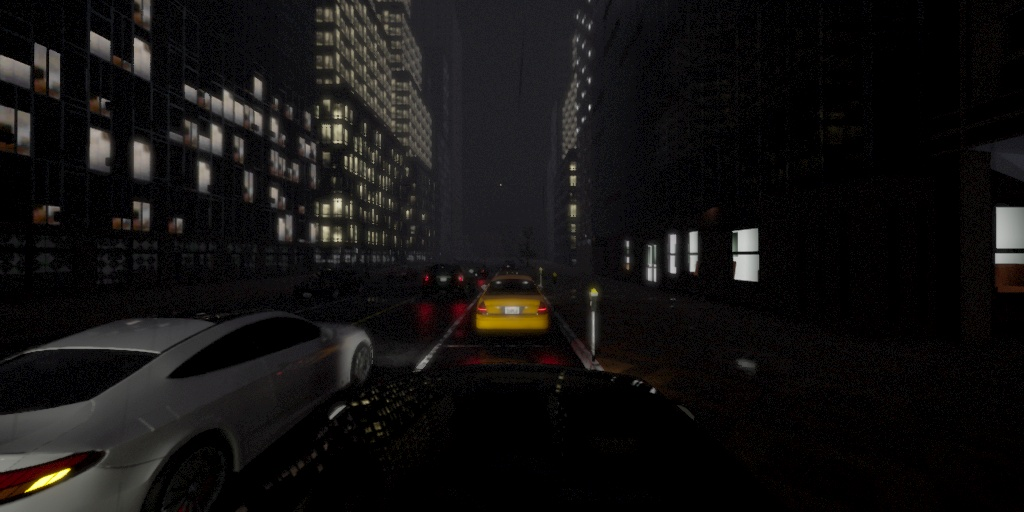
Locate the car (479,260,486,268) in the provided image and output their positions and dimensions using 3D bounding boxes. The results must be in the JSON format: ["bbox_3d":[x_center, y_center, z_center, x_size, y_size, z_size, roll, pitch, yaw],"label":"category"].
[{"bbox_3d":[-3.127,1.341,33.372,1.895,1.301,4.718,0,0,0],"label":"car"}]

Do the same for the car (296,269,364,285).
[{"bbox_3d":[-8.836,1.313,17.650,1.948,1.339,4.313,0,0,0],"label":"car"}]

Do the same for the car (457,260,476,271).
[{"bbox_3d":[-6.169,1.295,48.645,1.994,1.385,4.181,0,0,1],"label":"car"}]

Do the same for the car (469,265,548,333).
[{"bbox_3d":[0.004,1.206,10.689,1.801,1.575,5.366,0,0,0],"label":"car"}]

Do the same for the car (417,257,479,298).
[{"bbox_3d":[-3.123,1.098,18.549,2.097,1.767,4.553,0,0,0],"label":"car"}]

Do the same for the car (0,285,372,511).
[{"bbox_3d":[-3.145,1.275,3.848,1.812,1.442,4.674,0,0,0],"label":"car"}]

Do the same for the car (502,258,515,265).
[{"bbox_3d":[-0.455,1.298,46.099,1.948,1.339,4.313,0,0,0],"label":"car"}]

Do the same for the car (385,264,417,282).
[{"bbox_3d":[-8.835,1.325,29.033,1.802,1.307,4.207,0,0,0],"label":"car"}]
